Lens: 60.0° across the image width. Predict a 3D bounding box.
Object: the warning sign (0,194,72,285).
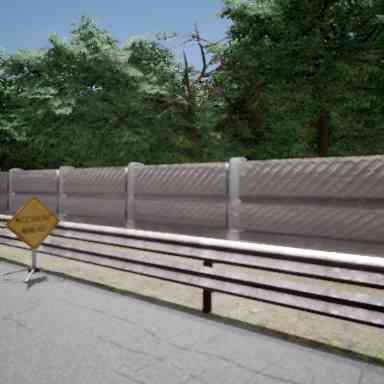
[{"bbox_3d":[-3.693,1.001,7.778,1.060,1.860,1.300,0,1,35],"label":"warning sign"}]
